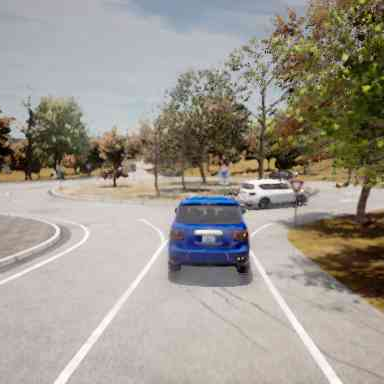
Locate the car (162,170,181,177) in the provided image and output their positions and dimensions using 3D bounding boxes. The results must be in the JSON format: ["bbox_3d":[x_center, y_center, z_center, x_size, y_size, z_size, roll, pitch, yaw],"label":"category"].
[{"bbox_3d":[-4.175,-3.672,67.057,4.181,1.385,1.994,4,7,38],"label":"car"}]

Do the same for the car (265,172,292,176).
[{"bbox_3d":[14.632,-2.706,56.479,1.837,1.490,4.892,-4,7,-41],"label":"car"}]

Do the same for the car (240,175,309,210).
[{"bbox_3d":[6.247,0.107,25.480,5.566,2.045,2.150,-3,7,-23],"label":"car"}]

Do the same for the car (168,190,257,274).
[{"bbox_3d":[0.572,1.119,10.586,2.150,2.045,5.566,0,2,4],"label":"car"}]
